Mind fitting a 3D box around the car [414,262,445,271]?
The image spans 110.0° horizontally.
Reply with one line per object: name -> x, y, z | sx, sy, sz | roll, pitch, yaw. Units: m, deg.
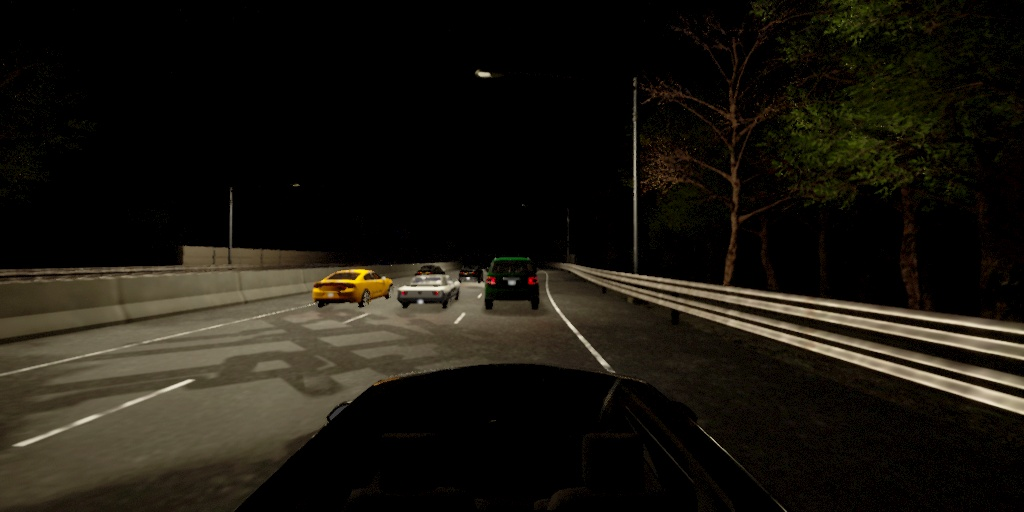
car -> -6.999, 1.544, 31.140 | 1.837, 1.490, 4.892 | 0, 0, 0

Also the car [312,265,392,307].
car -> -6.995, 1.366, 16.324 | 1.882, 1.535, 5.008 | 0, 0, 0

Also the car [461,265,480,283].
car -> -3.500, 1.544, 31.156 | 1.837, 1.490, 4.892 | 0, 0, 0

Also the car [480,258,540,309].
car -> -0.001, 1.101, 15.876 | 2.150, 2.045, 5.566 | 0, 0, 0

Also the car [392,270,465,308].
car -> -3.500, 1.486, 15.954 | 1.895, 1.301, 4.718 | 0, -1, 0
